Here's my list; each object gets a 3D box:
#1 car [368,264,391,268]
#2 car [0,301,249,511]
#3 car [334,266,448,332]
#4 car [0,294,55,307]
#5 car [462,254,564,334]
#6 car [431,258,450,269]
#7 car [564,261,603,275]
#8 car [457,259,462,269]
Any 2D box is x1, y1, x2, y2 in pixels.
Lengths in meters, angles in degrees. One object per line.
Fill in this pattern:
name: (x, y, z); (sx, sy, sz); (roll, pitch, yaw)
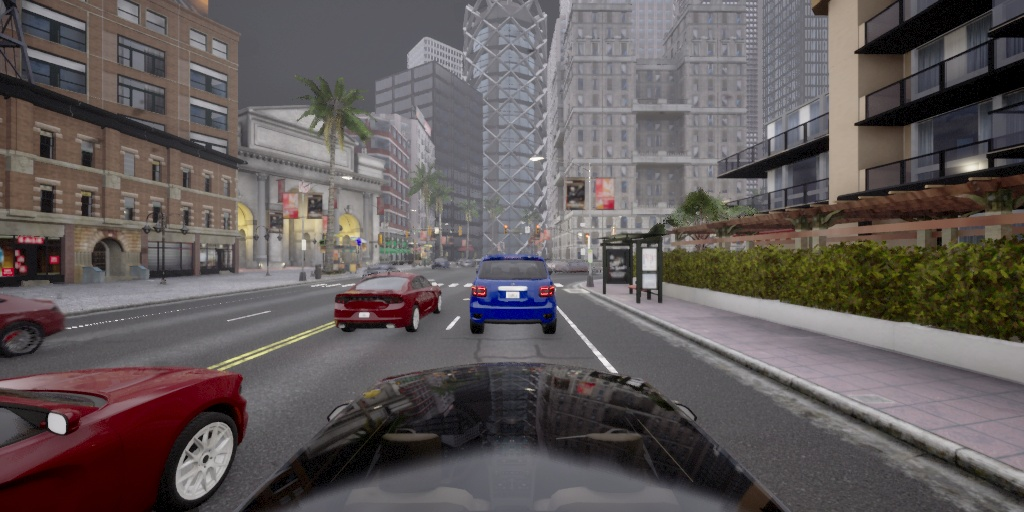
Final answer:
car: (-10.594, 1.314, 29.164); (1.994, 1.385, 4.181); (0, 0, 0)
car: (-3.390, 1.228, 1.294); (1.882, 1.535, 5.008); (0, 0, 0)
car: (-3.441, 1.228, 10.873); (1.882, 1.535, 5.008); (0, 0, 0)
car: (-10.600, 1.276, 5.821); (1.812, 1.442, 4.674); (0, 0, 0)
car: (0.054, 0.971, 10.763); (2.150, 2.045, 5.566); (0, 0, 1)
car: (-10.581, 1.102, 53.227); (2.097, 1.767, 4.553); (0, 0, 0)
car: (7.233, 1.297, 39.092); (5.357, 1.411, 2.033); (0, 0, 4)
car: (-7.072, 1.243, 57.835); (2.128, 1.511, 4.902); (0, 0, 0)
